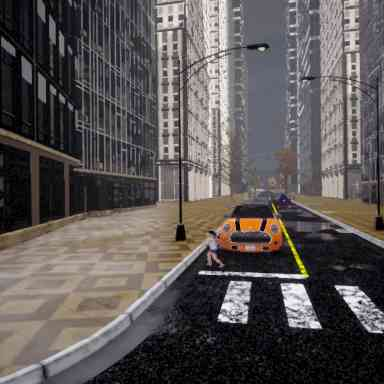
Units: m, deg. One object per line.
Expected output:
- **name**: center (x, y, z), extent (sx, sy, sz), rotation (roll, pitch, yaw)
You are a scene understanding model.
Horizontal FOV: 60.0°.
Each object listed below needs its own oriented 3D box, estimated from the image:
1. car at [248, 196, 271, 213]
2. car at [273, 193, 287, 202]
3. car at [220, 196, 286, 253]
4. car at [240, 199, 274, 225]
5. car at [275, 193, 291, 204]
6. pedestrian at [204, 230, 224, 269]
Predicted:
- **car**: center (6.841, 1.160, 33.338), extent (2.033, 1.411, 5.357), rotation (-1, 1, 13)
- **car**: center (14.863, 0.847, 56.192), extent (2.033, 1.411, 5.357), rotation (-1, 1, 12)
- **car**: center (2.371, 1.207, 13.006), extent (2.097, 1.767, 4.553), rotation (-1, 1, 12)
- **car**: center (4.561, 1.284, 22.955), extent (2.033, 1.411, 5.357), rotation (-1, 1, 13)
- **car**: center (12.742, 0.941, 46.531), extent (1.812, 1.442, 4.674), rotation (-1, 1, 12)
- **pedestrian**: center (0.611, 1.584, 9.418), extent (0.500, 1.100, 0.500), rotation (0, 0, 12)
